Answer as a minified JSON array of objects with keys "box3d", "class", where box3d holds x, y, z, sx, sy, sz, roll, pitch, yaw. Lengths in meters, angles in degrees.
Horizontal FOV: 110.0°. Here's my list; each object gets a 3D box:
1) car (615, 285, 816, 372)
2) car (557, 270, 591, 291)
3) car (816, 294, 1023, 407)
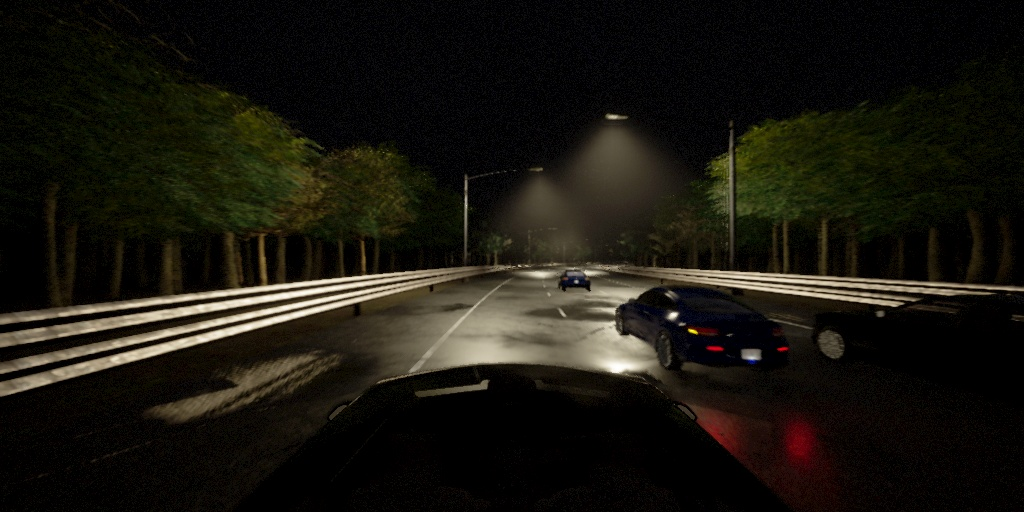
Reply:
[{"box3d":[3.659,1.353,7.751,1.812,1.442,4.674,0,-1,1],"class":"car"},{"box3d":[4.258,1.646,25.100,1.994,1.385,4.181,0,-1,3],"class":"car"},{"box3d":[7.133,1.299,5.381,1.882,1.535,5.008,0,-1,0],"class":"car"}]
